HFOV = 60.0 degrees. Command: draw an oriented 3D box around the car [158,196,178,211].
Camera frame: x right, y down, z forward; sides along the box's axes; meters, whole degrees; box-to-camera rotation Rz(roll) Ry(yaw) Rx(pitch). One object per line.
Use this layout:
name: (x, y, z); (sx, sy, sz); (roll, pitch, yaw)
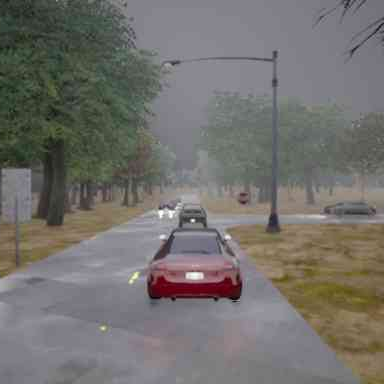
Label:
car: (-3.156, 1.608, 42.437); (1.994, 1.385, 4.181); (1, 0, 0)

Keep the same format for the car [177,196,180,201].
car: (-3.196, 1.549, 52.333); (1.837, 1.490, 4.892); (0, 0, -1)

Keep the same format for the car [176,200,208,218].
car: (0.057, 1.556, 23.651); (1.837, 1.490, 4.892); (0, 0, 0)

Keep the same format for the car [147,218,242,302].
car: (0.075, 1.588, 8.414); (1.994, 1.385, 4.181); (0, 0, 1)

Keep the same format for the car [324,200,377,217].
car: (13.900, 1.431, 29.286); (4.181, 1.385, 1.994); (-1, 1, 2)
